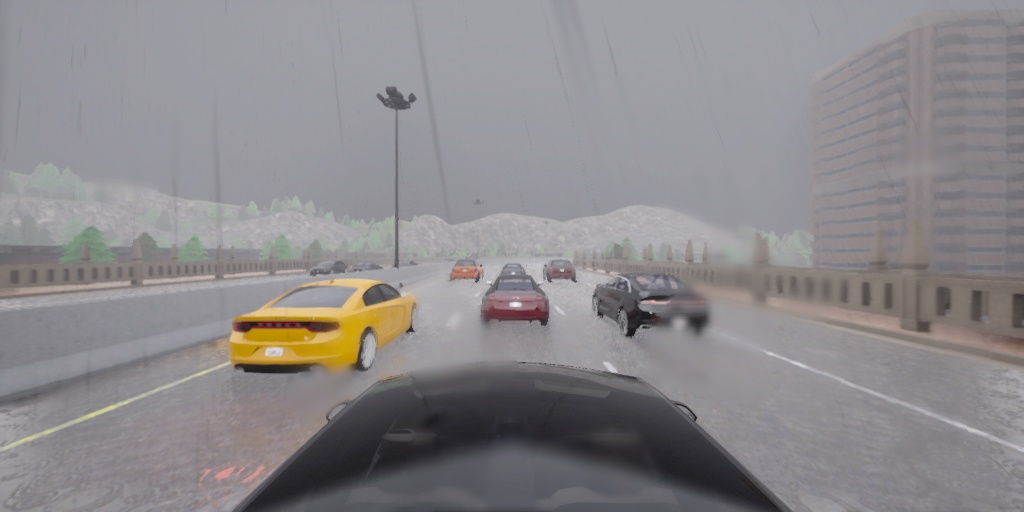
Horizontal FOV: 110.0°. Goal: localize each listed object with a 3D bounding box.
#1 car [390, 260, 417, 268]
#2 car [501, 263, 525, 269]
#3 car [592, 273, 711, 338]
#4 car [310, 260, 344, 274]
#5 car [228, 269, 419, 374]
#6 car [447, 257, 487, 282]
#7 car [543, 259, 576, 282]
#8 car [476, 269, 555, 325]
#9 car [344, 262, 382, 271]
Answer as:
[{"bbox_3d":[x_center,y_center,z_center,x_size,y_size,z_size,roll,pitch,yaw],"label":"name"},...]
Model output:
[{"bbox_3d":[-10.593,1.171,35.429,1.837,1.490,4.892,0,0,0],"label":"car"},{"bbox_3d":[0.097,1.245,28.864,1.994,1.385,4.181,0,0,0],"label":"car"},{"bbox_3d":[3.599,1.221,10.111,2.128,1.511,4.902,0,0,0],"label":"car"},{"bbox_3d":[-17.594,1.174,34.837,1.837,1.490,4.892,0,0,0],"label":"car"},{"bbox_3d":[-3.401,1.213,7.603,1.882,1.535,5.008,0,0,0],"label":"car"},{"bbox_3d":[-3.405,1.036,27.970,2.097,1.767,4.553,0,0,0],"label":"car"},{"bbox_3d":[3.595,1.036,27.868,2.097,1.767,4.553,0,0,0],"label":"car"},{"bbox_3d":[0.098,1.288,11.773,1.994,1.385,4.181,0,0,0],"label":"car"},{"bbox_3d":[-14.093,1.231,34.712,1.994,1.385,4.181,0,0,0],"label":"car"}]
